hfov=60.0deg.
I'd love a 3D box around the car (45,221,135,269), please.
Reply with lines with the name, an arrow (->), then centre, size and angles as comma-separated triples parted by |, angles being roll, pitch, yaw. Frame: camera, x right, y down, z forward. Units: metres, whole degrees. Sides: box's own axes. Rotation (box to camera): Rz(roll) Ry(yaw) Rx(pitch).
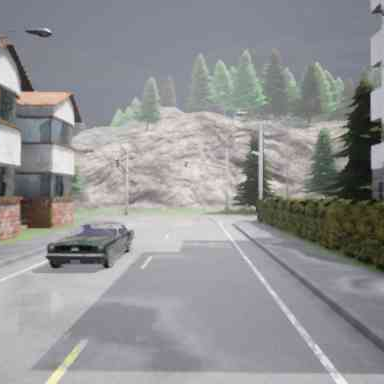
car -> -3.367, 1.756, 11.885 | 1.895, 1.301, 4.718 | 0, -1, 1
